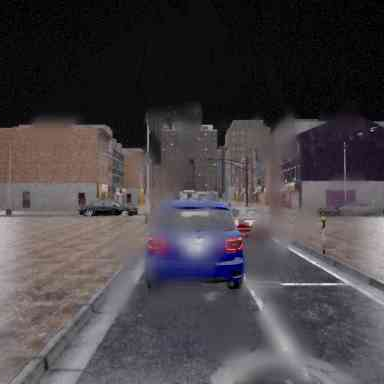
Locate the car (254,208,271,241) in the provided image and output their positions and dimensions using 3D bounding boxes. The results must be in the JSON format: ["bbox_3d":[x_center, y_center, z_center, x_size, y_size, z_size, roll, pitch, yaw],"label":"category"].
[{"bbox_3d":[2.682,1.462,16.829,1.967,1.590,4.097,2,0,0],"label":"car"}]

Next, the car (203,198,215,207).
[{"bbox_3d":[2.728,1.716,54.619,1.752,1.417,4.829,1,0,0],"label":"car"}]

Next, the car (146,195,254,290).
[{"bbox_3d":[0.052,1.230,9.221,2.150,2.045,5.566,0,0,-1],"label":"car"}]

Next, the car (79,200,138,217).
[{"bbox_3d":[-7.203,1.482,28.862,5.008,1.535,1.882,0,-2,0],"label":"car"}]

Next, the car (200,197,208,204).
[{"bbox_3d":[2.756,1.911,76.369,1.752,1.417,4.829,1,-1,0],"label":"car"}]

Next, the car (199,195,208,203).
[{"bbox_3d":[2.767,1.755,81.640,2.192,1.841,5.009,1,-1,0],"label":"car"}]

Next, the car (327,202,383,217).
[{"bbox_3d":[14.410,1.542,28.694,4.181,1.385,1.994,0,-2,0],"label":"car"}]

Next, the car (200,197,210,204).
[{"bbox_3d":[2.749,1.858,70.932,1.752,1.417,4.829,1,-1,0],"label":"car"}]

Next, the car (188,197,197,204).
[{"bbox_3d":[0.099,1.889,74.252,2.128,1.511,4.902,0,-1,0],"label":"car"}]

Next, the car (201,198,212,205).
[{"bbox_3d":[2.740,1.846,65.324,1.947,1.339,4.313,1,-1,0],"label":"car"}]

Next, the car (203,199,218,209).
[{"bbox_3d":[2.719,1.717,49.012,1.947,1.339,4.313,1,0,0],"label":"car"}]

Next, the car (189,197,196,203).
[{"bbox_3d":[0.112,1.970,84.401,1.837,1.490,4.892,0,-1,0],"label":"car"}]

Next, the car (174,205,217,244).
[{"bbox_3d":[0.118,1.500,17.015,1.882,1.535,5.008,0,0,-1],"label":"car"}]

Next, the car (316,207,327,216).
[{"bbox_3d":[14.755,1.621,31.607,5.357,1.411,2.033,0,-2,3],"label":"car"}]

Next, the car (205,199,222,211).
[{"bbox_3d":[2.712,1.684,43.576,1.947,1.339,4.313,1,0,0],"label":"car"}]
